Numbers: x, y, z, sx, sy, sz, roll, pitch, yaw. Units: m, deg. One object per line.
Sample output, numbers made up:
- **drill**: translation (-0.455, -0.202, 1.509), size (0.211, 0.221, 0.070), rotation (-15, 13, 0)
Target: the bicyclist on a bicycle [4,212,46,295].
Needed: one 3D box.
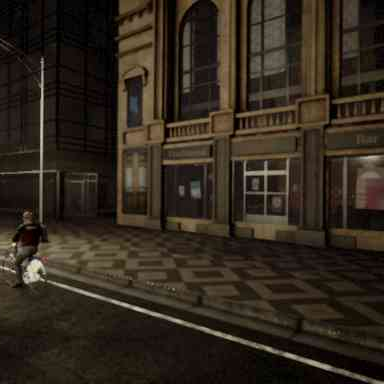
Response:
- **bicyclist on a bicycle**: translation (-3.786, 1.318, 7.457), size (1.843, 1.776, 0.659), rotation (1, 0, 36)
